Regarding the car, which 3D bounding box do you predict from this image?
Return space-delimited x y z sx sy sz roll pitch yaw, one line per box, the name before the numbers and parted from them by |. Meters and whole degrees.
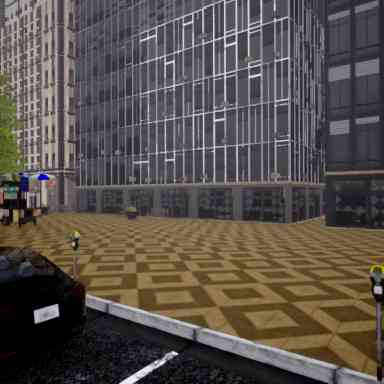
car | -3.519 1.566 5.398 4.313 1.339 1.947 0 0 36
